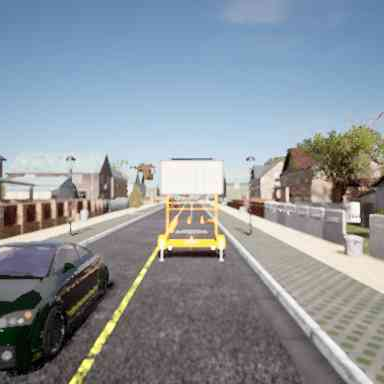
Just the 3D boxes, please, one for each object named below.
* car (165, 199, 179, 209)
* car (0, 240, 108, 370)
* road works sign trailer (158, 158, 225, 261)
[{"bbox_3d":[-2.916,1.753,49.360,1.882,1.535,5.008,0,0,0],"label":"car"},{"bbox_3d":[-2.858,1.588,5.825,1.994,1.385,4.181,0,0,0],"label":"car"},{"bbox_3d":[-0.008,0.518,12.549,2.380,3.560,2.880,0,0,0],"label":"road works sign trailer"}]
